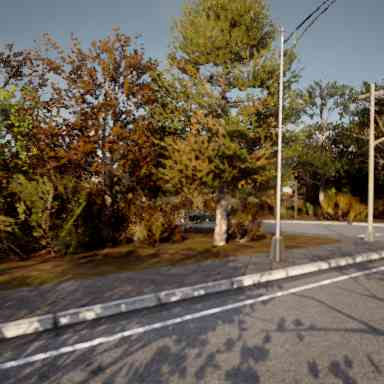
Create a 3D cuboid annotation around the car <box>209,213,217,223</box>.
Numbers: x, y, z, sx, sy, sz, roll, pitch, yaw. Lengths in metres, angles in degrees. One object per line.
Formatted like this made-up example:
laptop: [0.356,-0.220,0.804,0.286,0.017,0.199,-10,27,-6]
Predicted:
car: [1.217,2.835,37.653,1.882,1.535,5.008,3,-5,-42]
